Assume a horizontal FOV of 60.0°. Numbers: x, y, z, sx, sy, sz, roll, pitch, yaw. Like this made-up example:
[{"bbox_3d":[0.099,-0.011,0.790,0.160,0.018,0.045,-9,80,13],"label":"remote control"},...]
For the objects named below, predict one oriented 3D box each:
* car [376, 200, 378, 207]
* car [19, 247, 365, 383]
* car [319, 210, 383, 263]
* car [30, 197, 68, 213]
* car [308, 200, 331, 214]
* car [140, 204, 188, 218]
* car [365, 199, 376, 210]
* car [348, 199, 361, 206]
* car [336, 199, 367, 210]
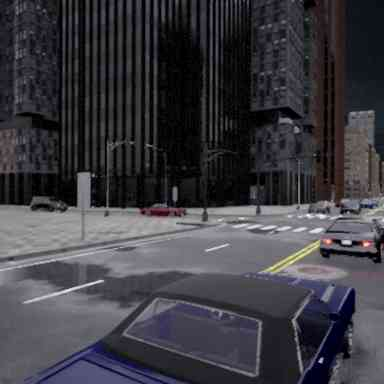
[{"bbox_3d":[33.127,2.012,61.227,2.128,1.511,4.902,0,0,32],"label":"car"},{"bbox_3d":[0.631,1.618,3.768,1.895,1.301,4.718,0,0,32],"label":"car"},{"bbox_3d":[6.161,1.635,12.481,2.033,1.411,5.357,0,0,32],"label":"car"},{"bbox_3d":[-18.259,1.618,42.466,5.566,2.045,2.150,0,0,33],"label":"car"},{"bbox_3d":[14.894,1.761,38.737,1.837,1.490,4.892,0,0,32],"label":"car"},{"bbox_3d":[-2.737,1.880,32.576,4.718,1.301,1.895,0,0,33],"label":"car"},{"bbox_3d":[26.819,1.877,51.370,1.882,1.535,5.008,0,-1,33],"label":"car"},{"bbox_3d":[32.375,2.089,66.107,1.895,1.301,4.718,0,0,32],"label":"car"},{"bbox_3d":[18.162,1.826,37.825,2.033,1.411,5.357,0,0,32],"label":"car"}]
